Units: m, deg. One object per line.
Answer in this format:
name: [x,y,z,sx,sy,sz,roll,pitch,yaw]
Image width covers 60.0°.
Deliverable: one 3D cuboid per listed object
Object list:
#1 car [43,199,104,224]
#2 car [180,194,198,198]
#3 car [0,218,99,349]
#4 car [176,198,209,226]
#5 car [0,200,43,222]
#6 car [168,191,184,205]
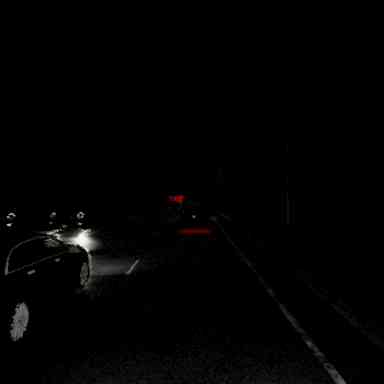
car: [-7.019,1.286,20.575,2.097,1.767,4.553,0,0,1]
car: [0.055,1.307,36.626,2.128,1.511,4.902,0,1,0]
car: [-3.400,1.495,6.196,1.837,1.490,4.892,0,0,0]
car: [0.116,1.399,22.952,1.882,1.535,5.008,0,-1,0]
car: [-10.527,1.290,19.856,2.097,1.767,4.553,0,0,1]
car: [-2.112,0.902,49.406,2.150,2.045,5.566,0,1,7]
